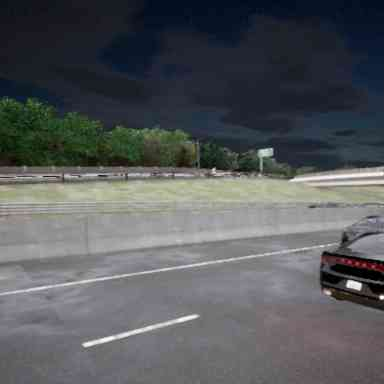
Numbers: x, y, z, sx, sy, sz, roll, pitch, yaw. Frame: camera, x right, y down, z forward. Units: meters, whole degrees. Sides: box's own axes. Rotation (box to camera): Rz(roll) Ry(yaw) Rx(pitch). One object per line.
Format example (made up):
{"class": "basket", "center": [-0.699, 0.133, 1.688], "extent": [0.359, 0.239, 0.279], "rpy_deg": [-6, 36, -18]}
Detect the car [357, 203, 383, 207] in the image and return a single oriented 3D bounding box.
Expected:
{"class": "car", "center": [19.746, 2.019, 34.834], "extent": [4.718, 1.301, 1.895], "rpy_deg": [1, -1, -33]}

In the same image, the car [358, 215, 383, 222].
{"class": "car", "center": [8.074, 1.670, 13.809], "extent": [4.181, 1.385, 1.994], "rpy_deg": [1, 0, -35]}

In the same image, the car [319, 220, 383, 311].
{"class": "car", "center": [4.867, 1.527, 7.248], "extent": [5.008, 1.535, 1.882], "rpy_deg": [1, -1, -35]}

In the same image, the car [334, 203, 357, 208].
{"class": "car", "center": [18.939, 2.008, 38.483], "extent": [4.181, 1.385, 1.994], "rpy_deg": [1, -1, -33]}

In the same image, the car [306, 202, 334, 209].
{"class": "car", "center": [16.415, 1.980, 41.022], "extent": [5.357, 1.411, 2.033], "rpy_deg": [1, -1, -33]}
